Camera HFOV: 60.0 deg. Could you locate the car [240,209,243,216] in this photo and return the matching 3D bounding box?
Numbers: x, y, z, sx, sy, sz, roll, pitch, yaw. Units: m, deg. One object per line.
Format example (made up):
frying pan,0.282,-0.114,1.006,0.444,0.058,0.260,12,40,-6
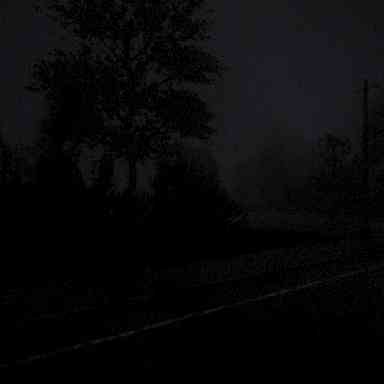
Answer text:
car,3.037,1.723,34.489,1.882,1.535,5.008,0,-1,-42
